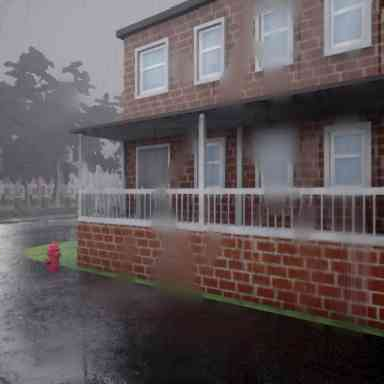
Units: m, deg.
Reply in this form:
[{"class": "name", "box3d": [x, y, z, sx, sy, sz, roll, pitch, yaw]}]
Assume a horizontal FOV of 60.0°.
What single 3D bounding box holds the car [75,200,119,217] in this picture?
[{"class": "car", "box3d": [-7.610, 1.505, 28.483, 1.837, 1.490, 4.892, 0, 0, 36]}]
